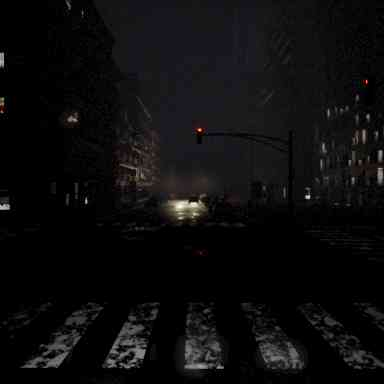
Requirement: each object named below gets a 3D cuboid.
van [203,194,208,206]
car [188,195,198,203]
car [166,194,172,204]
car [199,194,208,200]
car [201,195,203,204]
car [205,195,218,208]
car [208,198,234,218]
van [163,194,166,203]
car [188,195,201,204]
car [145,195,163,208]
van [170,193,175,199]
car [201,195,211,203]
[{"bbox_3d":[2.785,1.295,46.837,1.690,1.788,3.998,-1,0,0],"label":"van"},{"bbox_3d":[0.241,1.426,71.018,2.128,1.511,4.902,0,0,0],"label":"car"},{"bbox_3d":[-5.508,1.470,63.767,1.887,1.381,4.507,-1,0,0],"label":"car"},{"bbox_3d":[2.944,1.313,86.357,1.967,1.590,4.097,-1,0,0],"label":"car"},{"bbox_3d":[2.805,1.490,52.483,1.887,1.381,4.507,-1,0,0],"label":"car"},{"bbox_3d":[2.752,1.410,35.545,1.967,1.590,4.097,-1,0,0],"label":"car"},{"bbox_3d":[2.736,1.522,29.899,1.887,1.381,4.507,-1,0,0],"label":"car"},{"bbox_3d":[-5.546,1.287,52.475,1.690,1.788,3.998,-1,0,0],"label":"van"},{"bbox_3d":[0.285,1.435,60.817,1.837,1.490,4.892,0,0,0],"label":"car"},{"bbox_3d":[-5.559,1.520,46.829,1.947,1.339,4.313,-1,0,0],"label":"car"},{"bbox_3d":[-5.476,1.242,75.060,1.690,1.788,3.998,-1,0,0],"label":"van"},{"bbox_3d":[2.862,1.353,69.420,1.967,1.590,4.097,-1,0,0],"label":"car"}]
